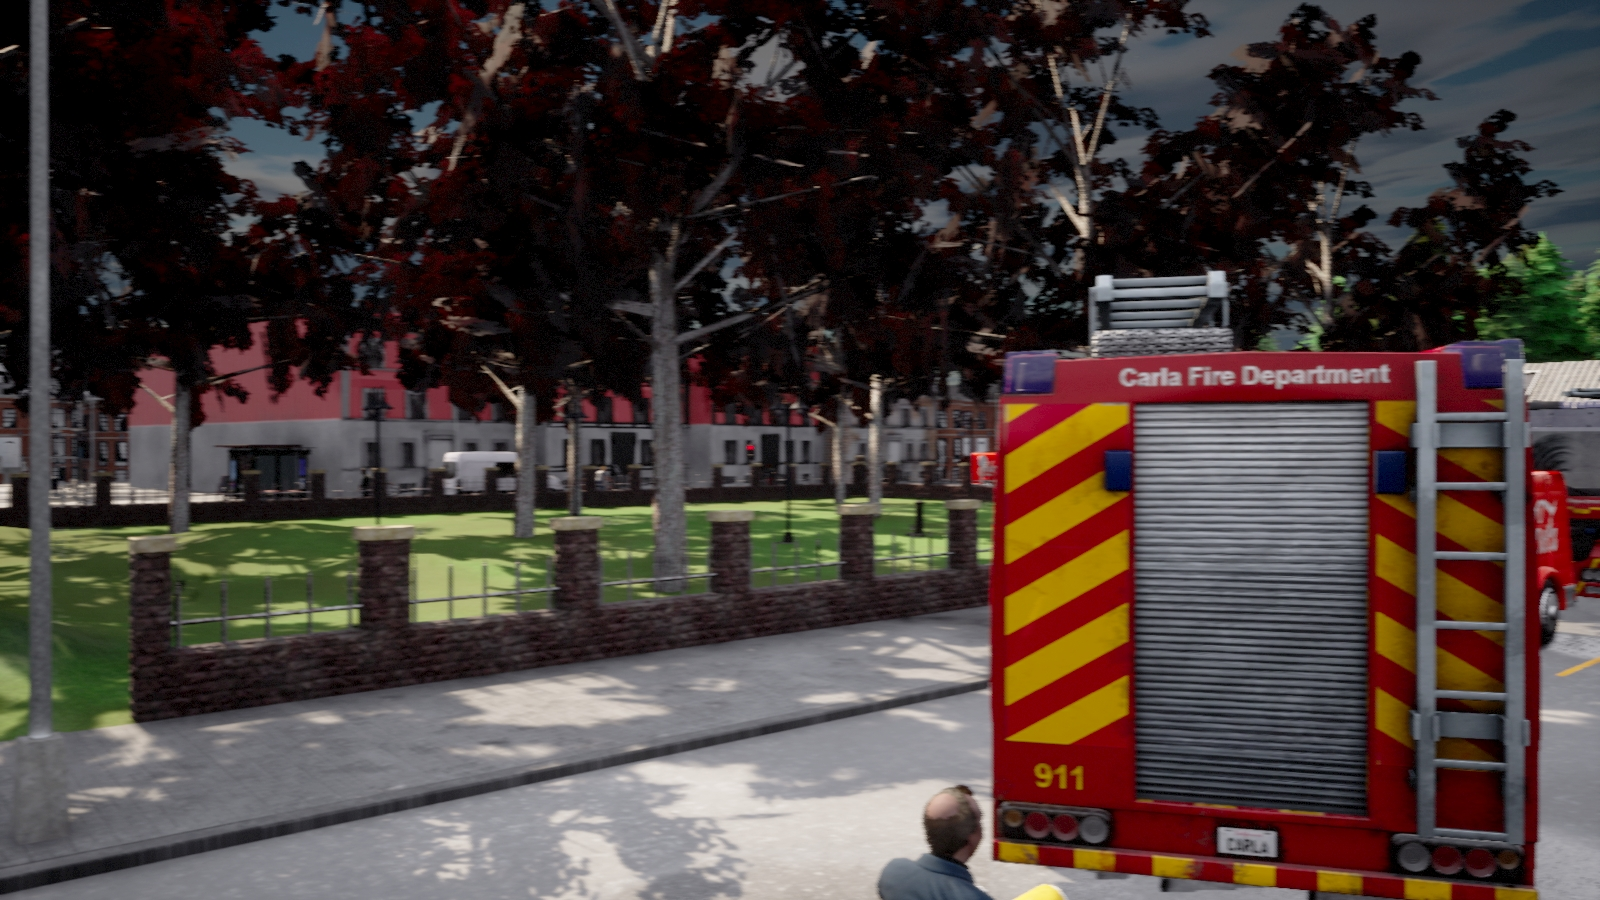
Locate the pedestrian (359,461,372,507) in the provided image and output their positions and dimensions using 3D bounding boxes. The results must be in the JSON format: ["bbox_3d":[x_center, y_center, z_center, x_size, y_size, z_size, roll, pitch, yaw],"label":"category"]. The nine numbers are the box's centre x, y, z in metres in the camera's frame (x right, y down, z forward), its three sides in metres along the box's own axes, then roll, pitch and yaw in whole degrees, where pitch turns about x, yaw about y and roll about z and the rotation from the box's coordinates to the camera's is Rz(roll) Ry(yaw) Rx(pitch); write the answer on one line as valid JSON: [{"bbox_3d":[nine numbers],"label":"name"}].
[{"bbox_3d":[-17.783,1.401,46.736,0.375,1.860,0.375,0,0,-41],"label":"pedestrian"}]

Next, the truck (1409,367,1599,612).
[{"bbox_3d":[14.839,0.601,21.631,8.468,3.827,2.891,0,0,-40],"label":"truck"}]

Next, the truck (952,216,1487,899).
[{"bbox_3d":[3.437,0.637,10.644,2.891,3.827,8.468,0,0,15],"label":"truck"}]

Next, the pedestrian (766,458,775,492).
[{"bbox_3d":[-1.625,1.349,62.461,0.375,1.860,0.375,0,0,26],"label":"pedestrian"}]

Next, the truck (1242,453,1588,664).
[{"bbox_3d":[8.843,1.296,16.244,5.204,2.467,2.627,0,0,-40],"label":"truck"}]

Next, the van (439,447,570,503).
[{"bbox_3d":[-14.391,1.163,55.926,5.915,2.561,1.988,0,0,-40],"label":"van"}]
